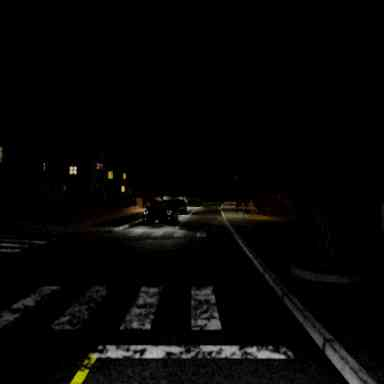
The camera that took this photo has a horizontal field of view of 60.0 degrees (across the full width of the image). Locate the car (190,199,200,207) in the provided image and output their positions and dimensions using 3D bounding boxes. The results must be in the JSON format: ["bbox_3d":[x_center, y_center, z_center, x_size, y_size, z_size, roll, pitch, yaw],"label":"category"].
[{"bbox_3d":[0.268,1.776,55.194,1.895,1.301,4.718,0,0,7],"label":"car"}]

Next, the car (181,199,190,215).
[{"bbox_3d":[-1.567,1.553,35.328,1.837,1.490,4.892,0,1,4],"label":"car"}]

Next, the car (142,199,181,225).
[{"bbox_3d":[-2.221,1.365,24.230,2.097,1.767,4.553,0,0,3],"label":"car"}]
